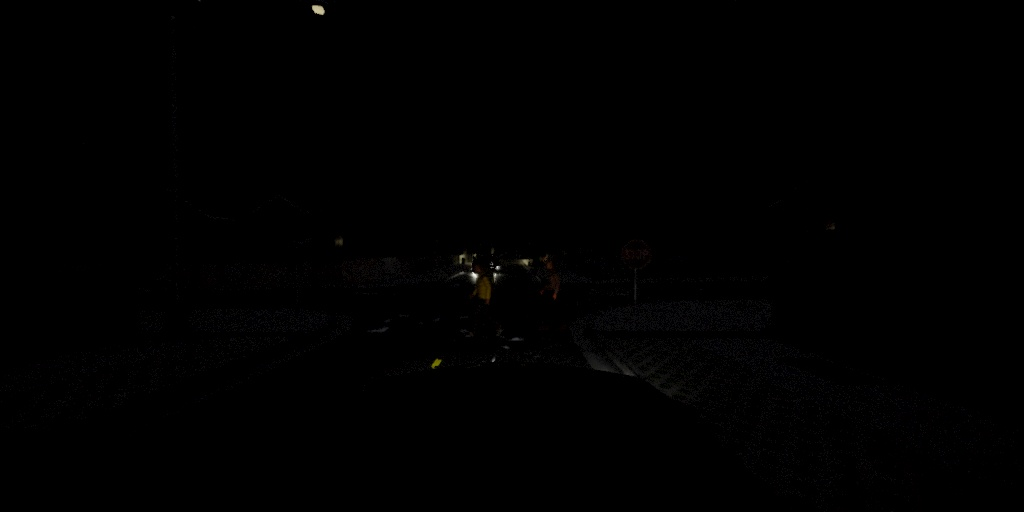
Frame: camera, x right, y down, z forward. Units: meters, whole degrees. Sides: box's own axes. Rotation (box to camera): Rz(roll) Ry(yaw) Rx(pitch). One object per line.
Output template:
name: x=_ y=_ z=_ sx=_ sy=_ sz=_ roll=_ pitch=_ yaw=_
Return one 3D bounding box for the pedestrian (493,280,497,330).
pedestrian: x=-0.664 y=0.951 z=9.622 sx=0.375 sy=1.860 sz=0.375 roll=0 pitch=1 yaw=0

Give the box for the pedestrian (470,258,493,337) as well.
pedestrian: x=-0.709 y=0.965 z=8.424 sx=0.375 sy=1.860 sz=0.375 roll=0 pitch=1 yaw=0

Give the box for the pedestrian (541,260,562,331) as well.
pedestrian: x=0.992 y=0.958 z=9.016 sx=0.375 sy=1.860 sz=0.375 roll=0 pitch=1 yaw=0

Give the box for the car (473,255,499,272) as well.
car: x=-2.752 y=0.692 z=36.522 sx=2.097 sy=1.767 sz=4.553 roll=0 pitch=1 yaw=0
